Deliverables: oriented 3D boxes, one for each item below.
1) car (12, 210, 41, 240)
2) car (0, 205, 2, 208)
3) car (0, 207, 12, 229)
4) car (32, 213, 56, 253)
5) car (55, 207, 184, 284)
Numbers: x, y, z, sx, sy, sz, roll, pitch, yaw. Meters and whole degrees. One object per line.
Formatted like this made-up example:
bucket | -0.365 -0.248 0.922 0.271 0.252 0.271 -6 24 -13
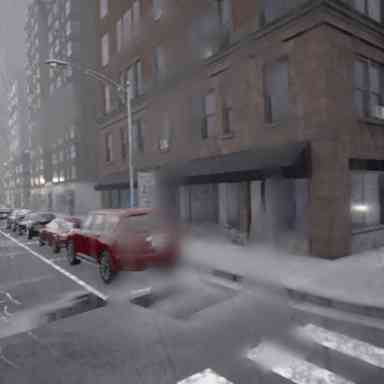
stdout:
car | -8.680 1.854 18.945 1.947 1.339 4.313 -2 0 -36
car | -18.381 2.180 32.376 1.947 1.339 4.313 -2 0 -36
car | -11.914 1.948 23.423 2.008 1.369 4.403 -2 0 -36
car | -5.445 1.761 14.469 1.802 1.307 4.206 -2 0 -36
car | -2.221 1.384 9.992 2.192 1.841 5.009 -2 0 -36
